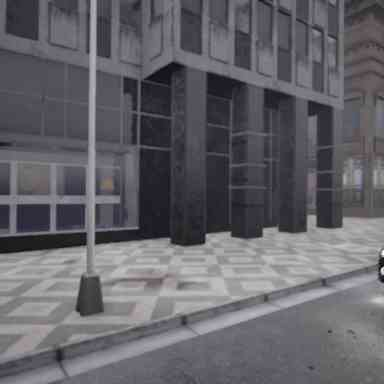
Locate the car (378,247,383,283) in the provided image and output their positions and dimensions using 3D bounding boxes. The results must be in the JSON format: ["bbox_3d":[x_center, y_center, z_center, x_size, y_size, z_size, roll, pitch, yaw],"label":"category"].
[{"bbox_3d":[6.420,1.305,7.933,4.553,1.767,2.097,0,0,-35],"label":"car"}]
